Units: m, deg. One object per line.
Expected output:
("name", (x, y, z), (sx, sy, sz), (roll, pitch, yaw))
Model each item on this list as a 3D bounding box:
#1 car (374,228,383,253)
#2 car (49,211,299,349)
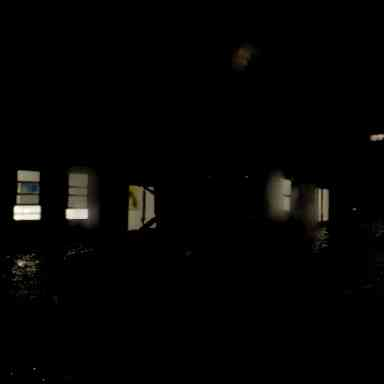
("car", (8.785, 1.573, 12.805), (4.097, 1.590, 1.967), (1, 1, -35))
("car", (-0.017, 1.349, 6.524), (5.009, 1.841, 2.192), (1, 1, -35))
